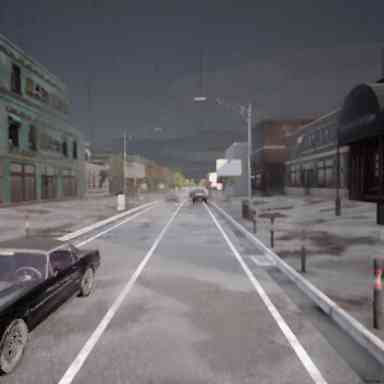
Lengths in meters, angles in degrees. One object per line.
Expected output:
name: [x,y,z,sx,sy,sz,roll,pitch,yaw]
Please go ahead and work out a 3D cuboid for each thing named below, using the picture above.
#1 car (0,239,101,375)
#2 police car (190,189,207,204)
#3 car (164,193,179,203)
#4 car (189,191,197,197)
car: [-3.086,1.574,5.670,1.895,1.301,4.718,0,1,0]
police car: [1.053,0.780,45.387,1.930,1.638,5.238,0,0,0]
car: [-2.909,0.855,48.452,1.837,1.490,4.892,0,0,1]
car: [0.325,0.517,93.872,2.033,1.411,5.357,0,0,0]
